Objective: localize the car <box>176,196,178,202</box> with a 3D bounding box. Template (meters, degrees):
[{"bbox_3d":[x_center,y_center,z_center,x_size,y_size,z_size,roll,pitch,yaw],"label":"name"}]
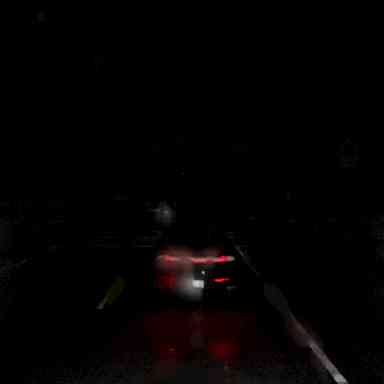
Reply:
[{"bbox_3d":[-3.586,1.144,59.349,1.895,1.301,4.718,0,0,0],"label":"car"}]

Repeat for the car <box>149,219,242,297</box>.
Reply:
[{"bbox_3d":[0.080,1.426,8.399,2.128,1.511,4.902,0,0,0],"label":"car"}]

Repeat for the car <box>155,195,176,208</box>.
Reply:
[{"bbox_3d":[-3.619,1.162,42.624,2.128,1.511,4.902,0,0,0],"label":"car"}]
